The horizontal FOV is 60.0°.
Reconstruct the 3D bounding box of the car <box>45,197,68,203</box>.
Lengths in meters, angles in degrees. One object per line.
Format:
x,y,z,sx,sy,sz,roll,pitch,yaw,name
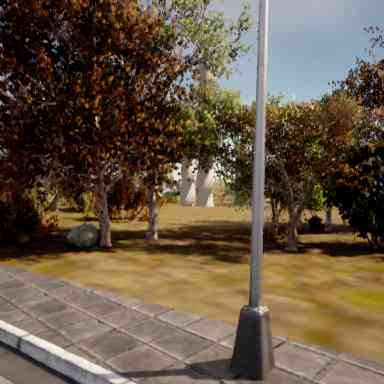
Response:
-35.898,2.176,88.190,5.008,1.535,2.097,2,-3,4,car

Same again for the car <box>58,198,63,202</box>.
-36.106,2.016,85.448,4.892,1.521,2.231,2,-3,4,car
